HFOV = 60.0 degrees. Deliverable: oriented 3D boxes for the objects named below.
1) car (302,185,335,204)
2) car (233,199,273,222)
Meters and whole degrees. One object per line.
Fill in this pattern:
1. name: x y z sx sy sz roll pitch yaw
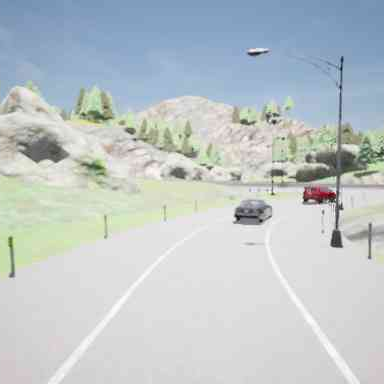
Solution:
1. car: 15.209 0.228 39.812 2.150 2.045 5.566 3 4 43
2. car: 4.341 1.196 23.017 2.033 1.411 5.357 2 2 22
